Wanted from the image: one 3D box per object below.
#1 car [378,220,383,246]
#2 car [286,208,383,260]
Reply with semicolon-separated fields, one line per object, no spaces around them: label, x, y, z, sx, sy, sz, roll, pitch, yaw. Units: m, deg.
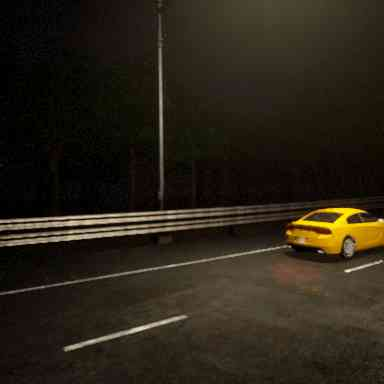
car;7.025;1.427;8.757;4.181;1.385;1.994;-1;1;-35
car;5.508;1.328;11.973;5.008;1.535;1.882;-1;1;-35
